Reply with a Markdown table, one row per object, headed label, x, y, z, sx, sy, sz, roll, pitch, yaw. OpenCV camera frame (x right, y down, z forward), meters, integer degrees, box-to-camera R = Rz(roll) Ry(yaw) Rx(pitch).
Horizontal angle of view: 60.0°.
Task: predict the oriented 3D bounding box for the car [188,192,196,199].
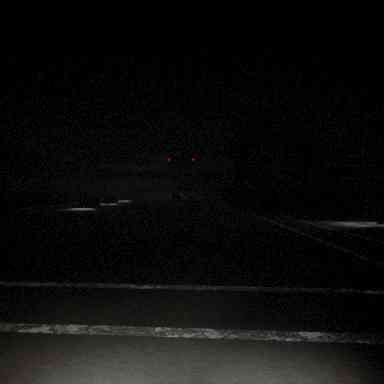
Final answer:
| label | x | y | z | sx | sy | sz | roll | pitch | yaw |
| --- | --- | --- | --- | --- | --- | --- | --- | --- | --- |
| car | -0.011 | 0.880 | 77.646 | 1.812 | 1.442 | 4.674 | 0 | 1 | 0 |

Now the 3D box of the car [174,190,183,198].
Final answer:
| label | x | y | z | sx | sy | sz | roll | pitch | yaw |
| --- | --- | --- | --- | --- | --- | --- | --- | --- | --- |
| car | -3.512 | 0.514 | 87.288 | 2.097 | 1.767 | 4.553 | 0 | 1 | 0 |

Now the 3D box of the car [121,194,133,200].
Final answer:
| label | x | y | z | sx | sy | sz | roll | pitch | yaw |
| --- | --- | --- | --- | --- | --- | --- | --- | --- | --- |
| car | -14.010 | 1.083 | 71.212 | 1.895 | 1.301 | 4.718 | 0 | 1 | 0 |

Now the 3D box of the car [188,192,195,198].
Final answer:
| label | x | y | z | sx | sy | sz | roll | pitch | yaw |
| --- | --- | --- | --- | --- | --- | --- | --- | --- | --- |
| car | -0.012 | 0.673 | 87.772 | 1.812 | 1.442 | 4.674 | 0 | 1 | 0 |

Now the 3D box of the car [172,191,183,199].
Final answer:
| label | x | y | z | sx | sy | sz | roll | pitch | yaw |
| --- | --- | --- | --- | --- | --- | --- | --- | --- | --- |
| car | -3.511 | 0.846 | 77.051 | 1.882 | 1.535 | 5.008 | 0 | 1 | 0 |

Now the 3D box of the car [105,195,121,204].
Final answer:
| label | x | y | z | sx | sy | sz | roll | pitch | yaw |
| --- | --- | --- | --- | --- | --- | --- | --- | --- | --- |
| car | -14.083 | 1.253 | 57.532 | 1.812 | 1.442 | 4.674 | 0 | 1 | 0 |

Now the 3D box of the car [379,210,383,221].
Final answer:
| label | x | y | z | sx | sy | sz | roll | pitch | yaw |
| --- | --- | --- | --- | --- | --- | --- | --- | --- | --- |
| car | 15.829 | 1.353 | 23.523 | 4.553 | 1.767 | 2.097 | 0 | 0 | -2 |

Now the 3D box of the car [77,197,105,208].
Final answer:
| label | x | y | z | sx | sy | sz | roll | pitch | yaw |
| --- | --- | --- | --- | --- | --- | --- | --- | --- | --- |
| car | -14.108 | 1.417 | 46.006 | 2.033 | 1.411 | 5.357 | 0 | 1 | 0 |
